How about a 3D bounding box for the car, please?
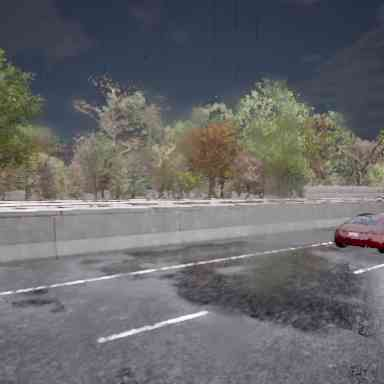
[{"bbox_3d":[7.715,1.563,13.675,4.181,1.385,1.994,0,0,-35],"label":"car"}]
